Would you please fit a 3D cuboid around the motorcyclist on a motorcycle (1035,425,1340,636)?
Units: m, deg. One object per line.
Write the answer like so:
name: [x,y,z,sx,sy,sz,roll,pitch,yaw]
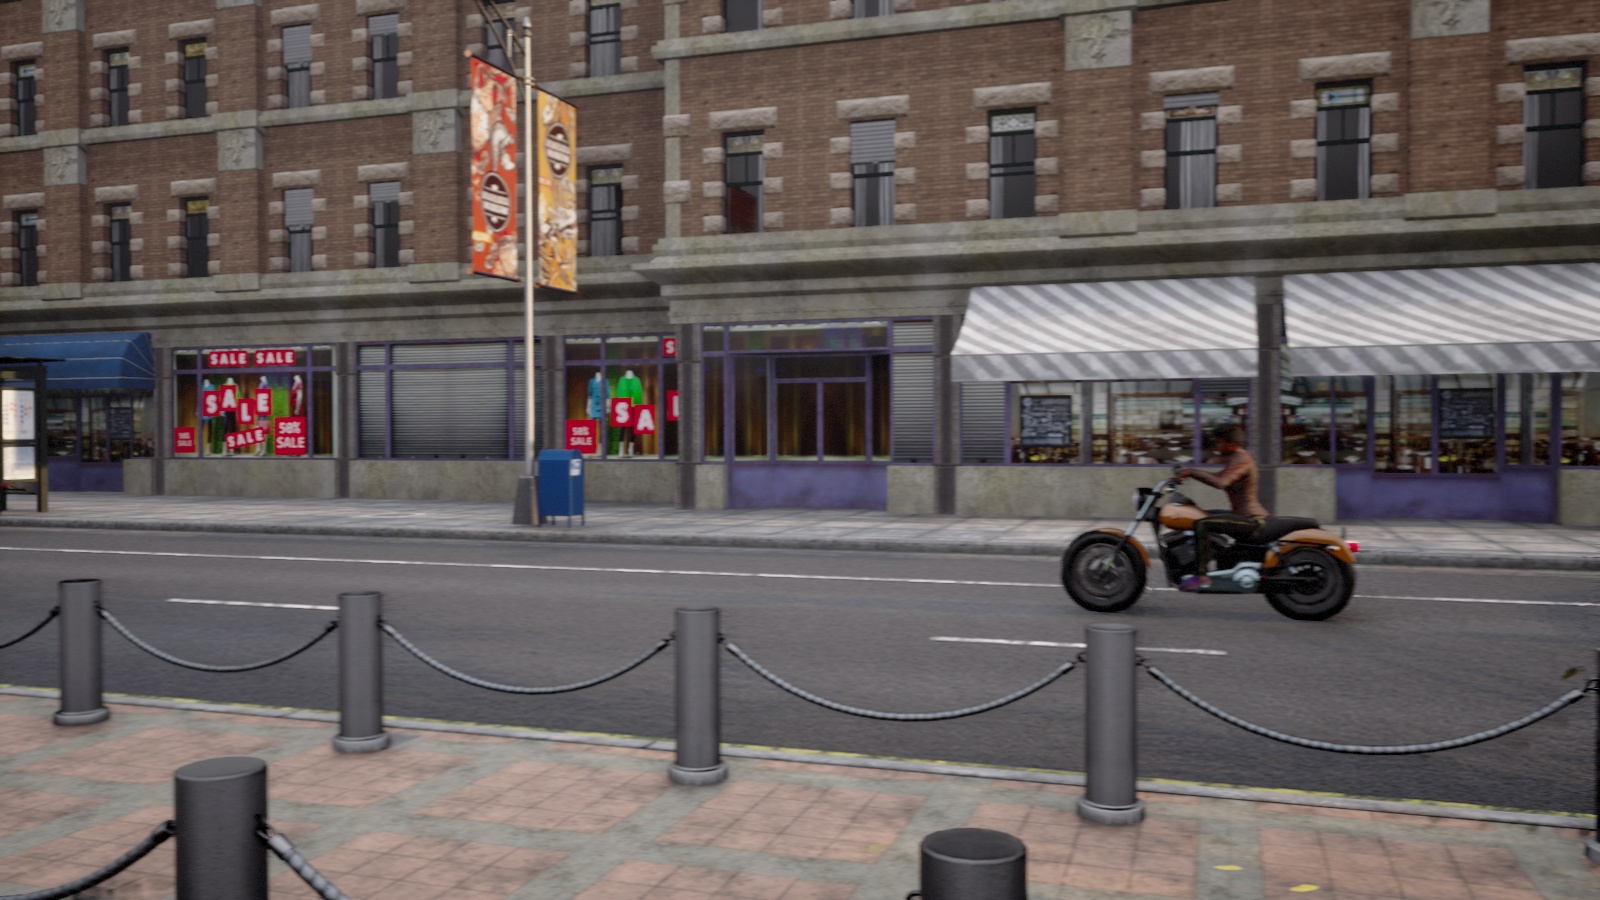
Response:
motorcyclist on a motorcycle: [3.218,0.620,10.550,2.350,1.649,0.766,0,1,19]
